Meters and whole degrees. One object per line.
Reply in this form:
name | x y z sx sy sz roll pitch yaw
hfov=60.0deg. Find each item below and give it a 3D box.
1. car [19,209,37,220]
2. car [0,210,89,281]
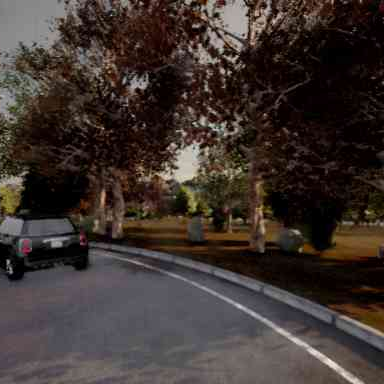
car | -32.678 4.481 66.438 2.150 2.045 5.566 -1 -5 -14
car | -5.166 1.467 10.644 2.097 1.767 4.553 -1 0 -44
